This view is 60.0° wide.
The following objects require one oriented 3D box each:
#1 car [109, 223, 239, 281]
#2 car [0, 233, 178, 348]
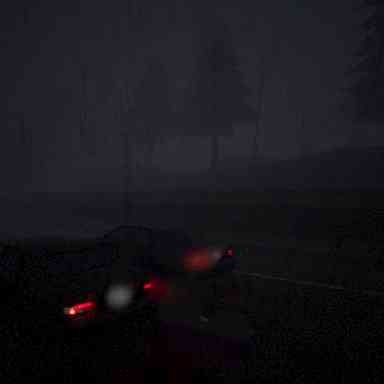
[{"bbox_3d":[-1.337,1.604,9.537,5.357,1.411,2.033,-1,0,39],"label":"car"},{"bbox_3d":[-3.014,1.599,6.415,5.357,1.411,2.033,-1,0,39],"label":"car"}]
